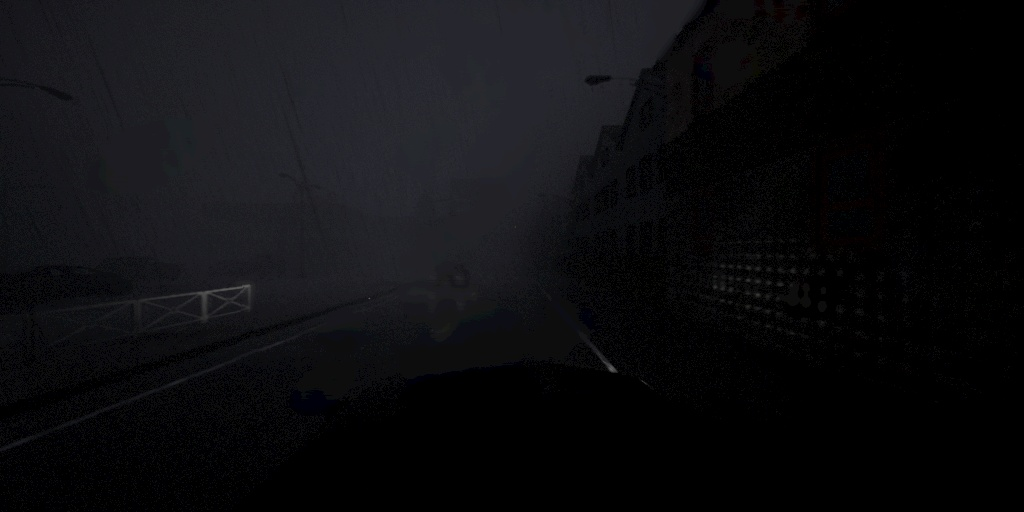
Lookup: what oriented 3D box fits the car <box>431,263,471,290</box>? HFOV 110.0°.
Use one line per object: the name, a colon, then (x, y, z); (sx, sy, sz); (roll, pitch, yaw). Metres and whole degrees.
car: (-3.505, 1.164, 21.285); (1.812, 1.442, 4.674); (0, 1, 0)
